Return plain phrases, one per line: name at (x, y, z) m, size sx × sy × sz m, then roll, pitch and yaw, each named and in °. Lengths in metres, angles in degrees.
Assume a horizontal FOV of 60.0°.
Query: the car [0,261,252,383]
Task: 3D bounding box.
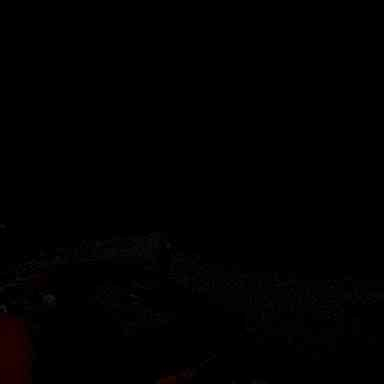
car at (-1.496, 1.561, 4.144) m, size 4.507 × 1.381 × 1.887 m, roll 0°, pitch 0°, yaw 35°
